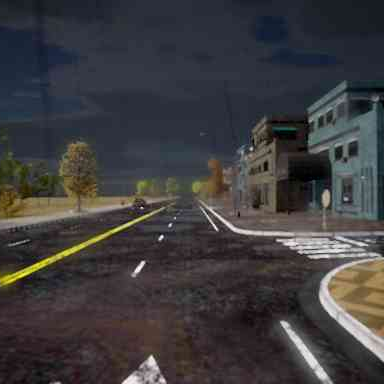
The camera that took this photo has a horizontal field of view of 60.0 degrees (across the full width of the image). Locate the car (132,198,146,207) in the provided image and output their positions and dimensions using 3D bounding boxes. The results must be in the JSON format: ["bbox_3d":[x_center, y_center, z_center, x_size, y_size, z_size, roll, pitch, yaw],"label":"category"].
[{"bbox_3d":[-9.748,1.911,61.429,2.097,1.767,4.553,0,0,0],"label":"car"}]
